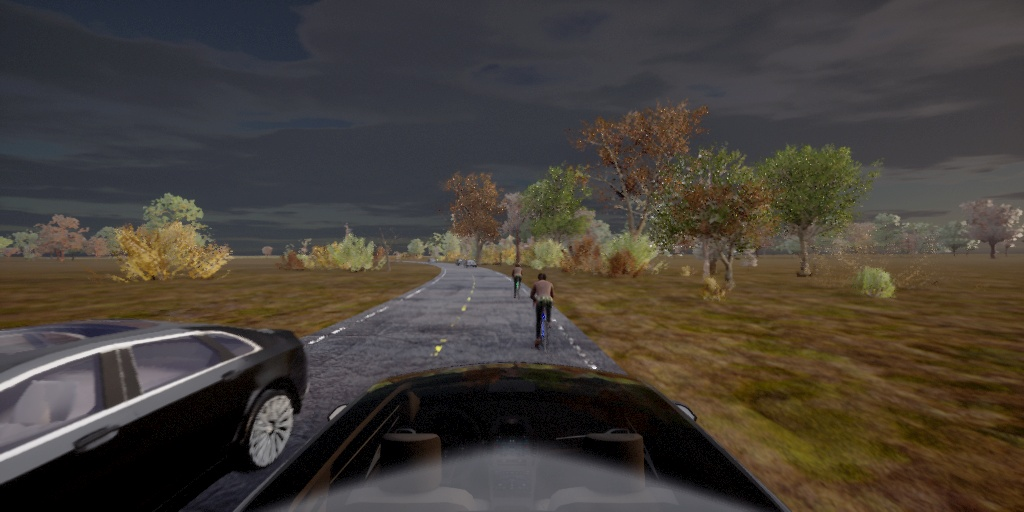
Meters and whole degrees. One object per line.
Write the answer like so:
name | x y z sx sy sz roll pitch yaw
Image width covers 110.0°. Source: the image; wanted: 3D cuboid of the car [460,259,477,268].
car | -7.335 1.319 62.521 2.033 1.411 5.357 0 0 -13

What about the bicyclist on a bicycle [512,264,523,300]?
bicyclist on a bicycle | 0.263 1.203 16.953 0.582 1.620 1.656 0 0 -4

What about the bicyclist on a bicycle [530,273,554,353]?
bicyclist on a bicycle | 0.679 1.203 7.871 0.582 1.620 1.656 0 0 -2

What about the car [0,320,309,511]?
car | -3.155 1.242 2.003 2.128 1.511 4.902 0 0 -1
